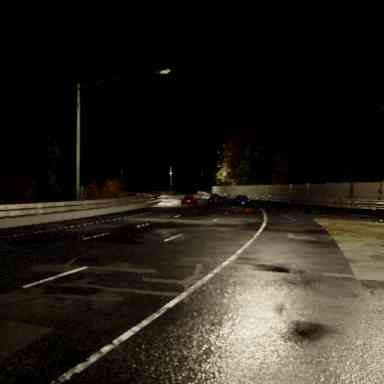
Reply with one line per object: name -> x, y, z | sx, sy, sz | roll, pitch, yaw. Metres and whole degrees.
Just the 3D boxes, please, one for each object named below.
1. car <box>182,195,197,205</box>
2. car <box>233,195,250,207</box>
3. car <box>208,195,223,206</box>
car -> -0.364, 1.115, 46.138 | 1.994, 1.385, 4.181 | 1, 1, 3
car -> 6.502, 1.162, 43.518 | 1.812, 1.442, 4.674 | 1, 1, 4
car -> 3.129, 1.146, 44.431 | 2.033, 1.411, 5.357 | 1, 1, 3
